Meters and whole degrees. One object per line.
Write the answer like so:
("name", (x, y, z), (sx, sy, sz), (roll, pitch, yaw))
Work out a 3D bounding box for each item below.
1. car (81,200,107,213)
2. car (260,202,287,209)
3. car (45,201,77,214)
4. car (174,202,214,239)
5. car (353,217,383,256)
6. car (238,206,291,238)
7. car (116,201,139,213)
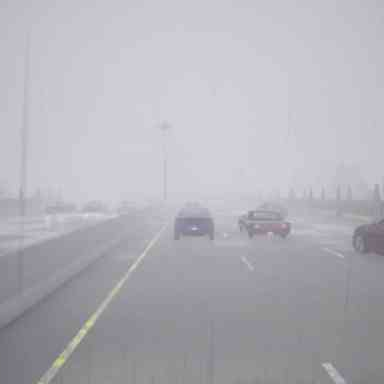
("car", (-10.703, 1.607, 36.733), (1.994, 1.385, 4.181), (0, 0, -1))
("car", (7.105, 1.576, 29.926), (2.033, 1.411, 5.357), (0, 0, 0))
("car", (-14.149, 1.643, 36.149), (1.895, 1.301, 4.718), (0, 0, -1))
("car", (0.103, 1.486, 17.373), (1.882, 1.535, 5.008), (0, 0, 0))
("car", (7.102, 1.354, 10.655), (2.097, 1.767, 4.553), (0, 0, 0))
("car", (3.603, 1.610, 17.516), (1.895, 1.301, 4.718), (0, 0, 0))
("car", (-7.184, 1.646, 37.351), (1.895, 1.301, 4.718), (0, 0, -1))
